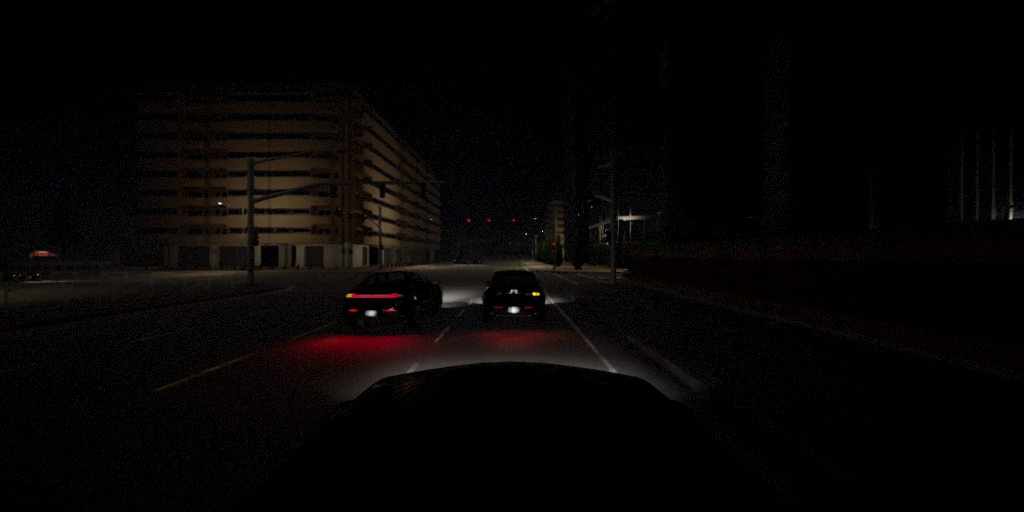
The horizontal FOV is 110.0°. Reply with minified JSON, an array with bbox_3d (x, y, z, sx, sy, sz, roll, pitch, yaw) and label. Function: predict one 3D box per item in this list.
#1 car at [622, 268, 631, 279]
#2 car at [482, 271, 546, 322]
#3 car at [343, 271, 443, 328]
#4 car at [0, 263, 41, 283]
[{"bbox_3d":[11.179,1.269,27.085,5.357,1.411,2.033,0,0,0],"label":"car"},{"bbox_3d":[0.064,1.220,12.047,1.837,1.490,4.892,0,0,0],"label":"car"},{"bbox_3d":[-3.442,1.208,11.220,2.128,1.511,4.902,0,0,0],"label":"car"},{"bbox_3d":[-39.041,1.298,27.247,4.892,1.490,1.837,1,0,0],"label":"car"}]
